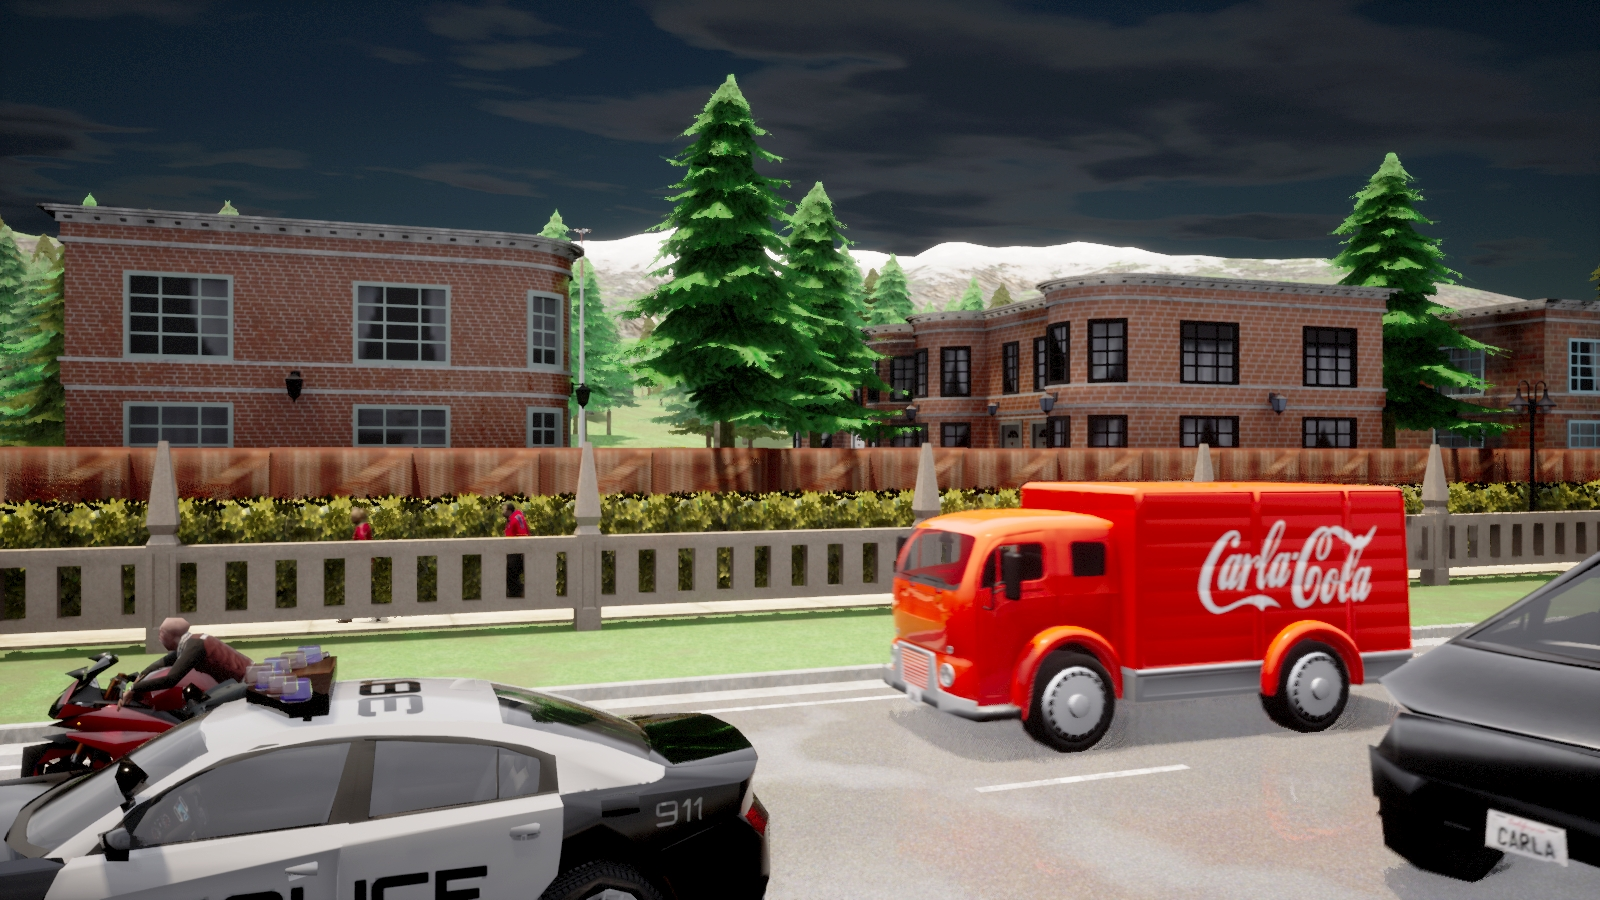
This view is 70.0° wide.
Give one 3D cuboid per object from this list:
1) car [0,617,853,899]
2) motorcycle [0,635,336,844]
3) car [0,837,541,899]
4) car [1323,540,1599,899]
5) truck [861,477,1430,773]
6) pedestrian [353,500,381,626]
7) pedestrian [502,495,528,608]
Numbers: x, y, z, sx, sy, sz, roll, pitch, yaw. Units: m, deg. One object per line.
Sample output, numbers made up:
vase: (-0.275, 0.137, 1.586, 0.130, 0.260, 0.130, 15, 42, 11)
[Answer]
car: (-2.539, 1.983, 6.100, 5.238, 1.638, 2.097, 0, 0, -20)
motorcycle: (-4.855, 2.205, 8.981, 2.209, 1.251, 0.867, 0, 0, -20)
car: (-2.622, 2.065, 2.345, 4.193, 1.474, 1.816, 0, 0, -20)
car: (6.623, 1.758, 7.793, 6.274, 2.098, 2.390, 0, 0, -30)
truck: (3.555, 1.572, 12.043, 5.204, 2.467, 2.627, 0, 0, -20)
pedestrian: (-6.549, 1.702, 17.287, 0.375, 1.860, 0.375, 0, 0, -19)
pedestrian: (-4.816, 1.702, 19.322, 0.375, 1.860, 0.375, 0, 0, -22)
